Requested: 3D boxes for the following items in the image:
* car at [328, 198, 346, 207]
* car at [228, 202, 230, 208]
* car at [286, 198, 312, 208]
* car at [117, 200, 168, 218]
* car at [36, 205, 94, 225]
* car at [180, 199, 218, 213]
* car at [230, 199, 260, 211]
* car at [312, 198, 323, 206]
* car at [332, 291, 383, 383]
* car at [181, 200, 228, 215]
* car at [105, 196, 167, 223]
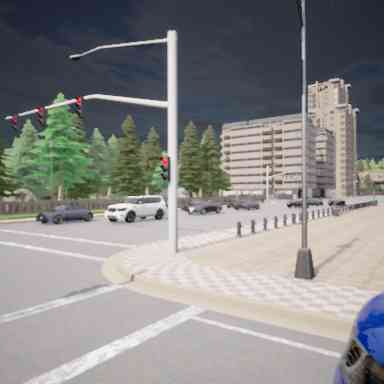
[{"bbox_3d":[23.330,1.662,53.476,1.895,1.301,4.718,0,0,35],"label":"car"},{"bbox_3d":[6.774,1.683,48.623,1.994,1.385,4.181,0,0,36],"label":"car"},{"bbox_3d":[15.431,1.681,48.431,1.895,1.301,4.718,0,0,35],"label":"car"},{"bbox_3d":[-4.731,1.611,32.560,2.128,1.511,4.902,0,0,35],"label":"car"},{"bbox_3d":[-9.696,1.684,25.602,1.994,1.385,4.181,0,0,36],"label":"car"},{"bbox_3d":[0.948,1.666,40.516,2.033,1.411,5.357,0,0,36],"label":"car"},{"bbox_3d":[7.191,1.664,43.214,1.994,1.385,4.181,0,0,36],"label":"car"},{"bbox_3d":[20.479,1.644,55.506,1.994,1.385,4.181,0,0,35],"label":"car"},{"bbox_3d":[3.590,1.210,1.405,5.566,2.045,2.150,0,0,36],"label":"car"},{"bbox_3d":[1.364,1.592,35.073,2.128,1.511,4.902,0,0,36],"label":"car"},{"bbox_3d":[-4.404,1.322,26.996,2.150,2.045,5.566,0,0,35],"label":"car"}]
